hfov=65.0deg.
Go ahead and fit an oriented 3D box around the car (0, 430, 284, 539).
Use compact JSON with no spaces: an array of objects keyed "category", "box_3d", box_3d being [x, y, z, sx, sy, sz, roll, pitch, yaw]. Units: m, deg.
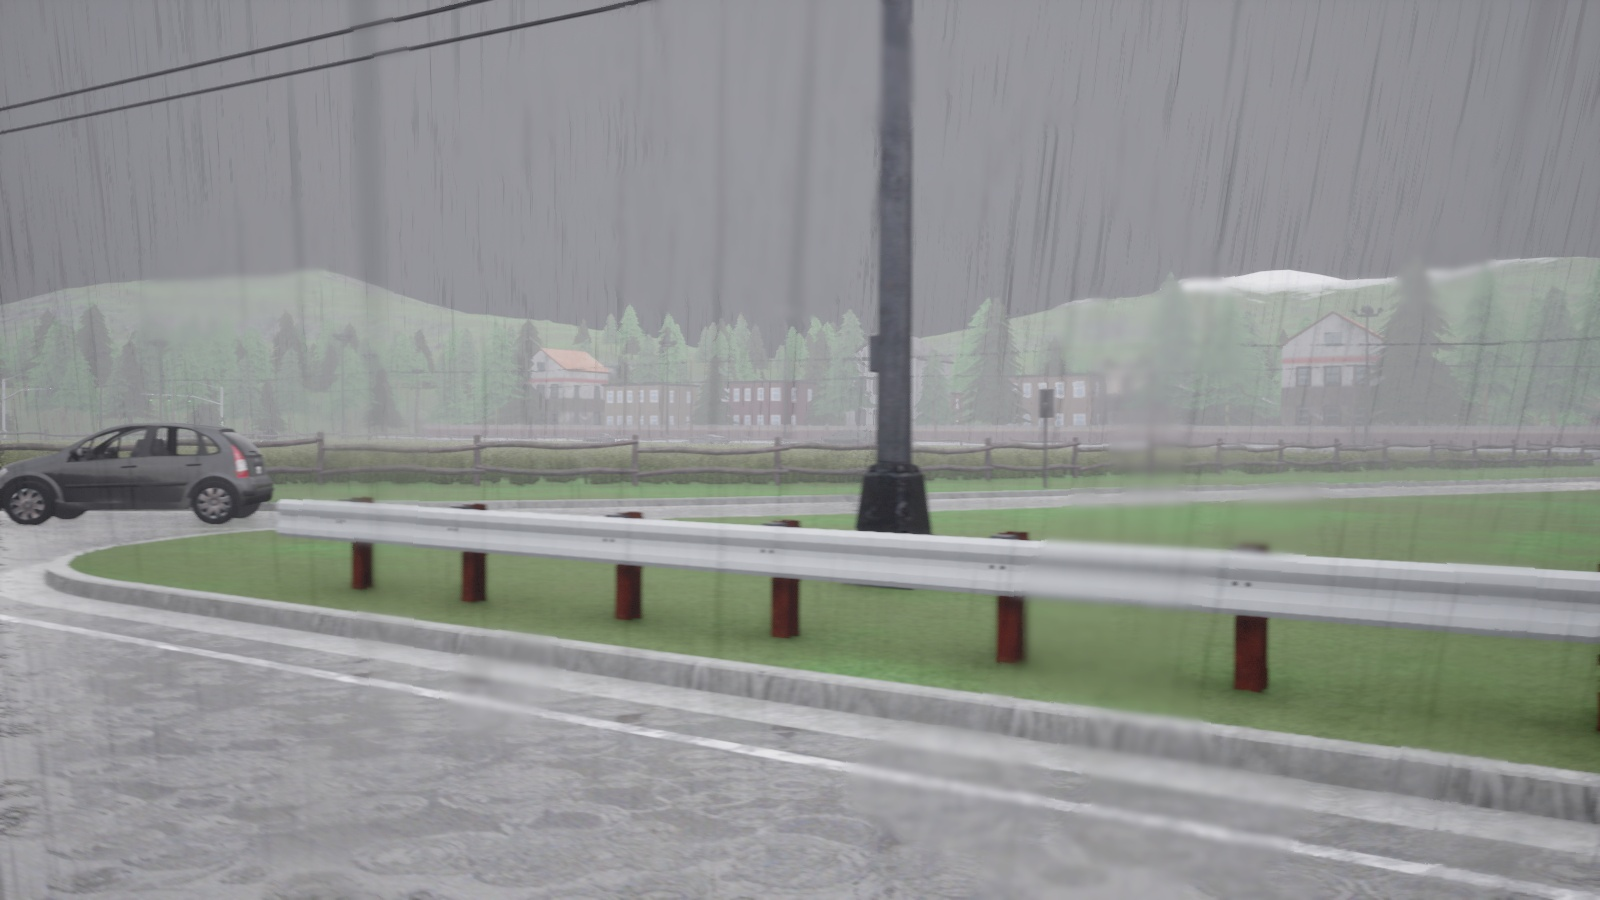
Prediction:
[{"category":"car","box_3d":[-10.670,0.511,20.322,3.988,1.617,1.851,-1,1,-11]}]
